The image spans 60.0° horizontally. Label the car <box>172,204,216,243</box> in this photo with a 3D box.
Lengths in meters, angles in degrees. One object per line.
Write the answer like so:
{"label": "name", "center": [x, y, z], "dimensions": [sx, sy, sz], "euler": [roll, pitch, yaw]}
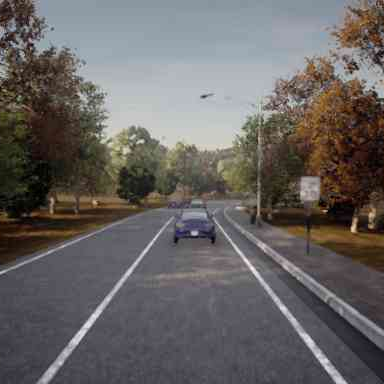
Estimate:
{"label": "car", "center": [0.122, 1.492, 15.808], "dimensions": [1.812, 1.442, 4.674], "euler": [0, 0, 0]}

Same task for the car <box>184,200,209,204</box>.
{"label": "car", "center": [0.576, 1.459, 31.854], "dimensions": [1.812, 1.442, 4.674], "euler": [0, 0, 4]}

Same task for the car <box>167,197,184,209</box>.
{"label": "car", "center": [-1.948, 1.401, 42.590], "dimensions": [1.837, 1.490, 4.892], "euler": [0, 0, 9]}
